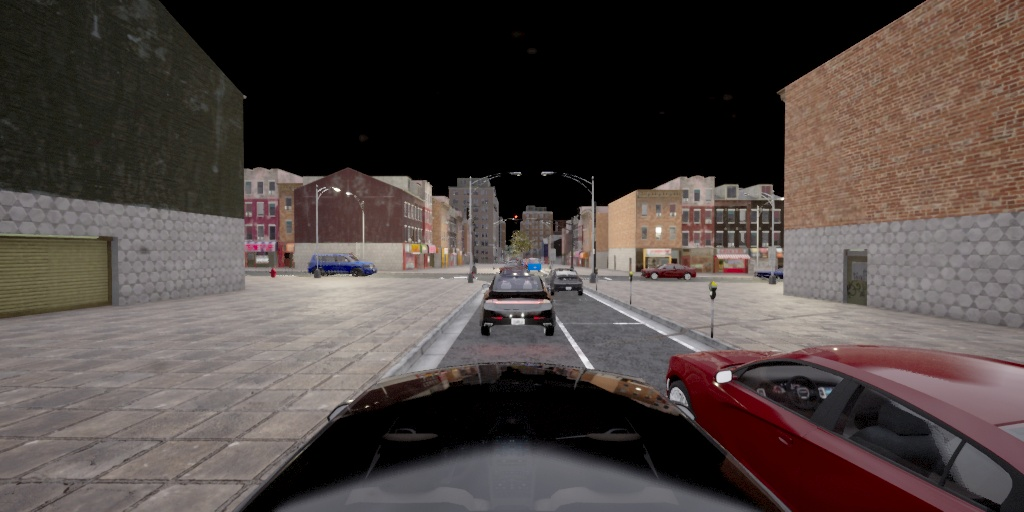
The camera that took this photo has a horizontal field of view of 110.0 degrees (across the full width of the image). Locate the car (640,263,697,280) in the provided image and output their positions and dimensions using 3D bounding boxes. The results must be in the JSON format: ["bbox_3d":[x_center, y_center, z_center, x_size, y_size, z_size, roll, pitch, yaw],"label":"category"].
[{"bbox_3d":[14.863,1.466,34.192,5.008,1.535,1.882,1,1,0],"label":"car"}]

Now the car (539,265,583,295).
[{"bbox_3d":[2.723,1.318,19.303,2.007,1.370,4.403,0,0,0],"label":"car"}]

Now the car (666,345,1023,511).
[{"bbox_3d":[2.638,1.295,2.428,1.888,1.381,4.507,0,0,0],"label":"car"}]

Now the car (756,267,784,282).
[{"bbox_3d":[26.027,1.735,34.120,4.718,1.301,1.895,1,1,0],"label":"car"}]

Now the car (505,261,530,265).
[{"bbox_3d":[0.203,1.414,38.062,1.895,1.301,4.718,0,-1,15],"label":"car"}]

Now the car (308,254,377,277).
[{"bbox_3d":[-14.843,0.854,31.444,5.566,2.045,2.150,1,1,0],"label":"car"}]

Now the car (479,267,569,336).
[{"bbox_3d":[0.142,1.244,10.393,2.128,1.511,4.902,0,0,0],"label":"car"}]

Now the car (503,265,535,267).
[{"bbox_3d":[0.219,1.371,20.436,1.895,1.301,4.718,0,0,1],"label":"car"}]

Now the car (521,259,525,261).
[{"bbox_3d":[2.914,1.255,56.839,2.192,1.841,5.009,0,0,0],"label":"car"}]

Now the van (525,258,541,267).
[{"bbox_3d":[2.860,1.215,46.258,1.690,1.789,3.998,0,0,0],"label":"van"}]
